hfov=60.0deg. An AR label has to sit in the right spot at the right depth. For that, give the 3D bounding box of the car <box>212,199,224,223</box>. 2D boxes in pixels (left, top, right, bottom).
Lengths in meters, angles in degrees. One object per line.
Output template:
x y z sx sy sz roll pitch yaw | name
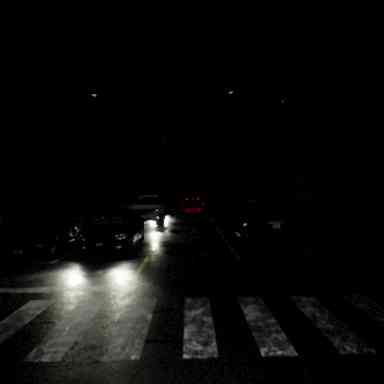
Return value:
2.762 1.437 24.108 1.947 1.339 4.313 -1 0 0 | car

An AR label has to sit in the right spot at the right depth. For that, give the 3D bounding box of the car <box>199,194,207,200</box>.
2.803 1.304 84.300 1.752 1.417 4.829 -1 0 0 | car

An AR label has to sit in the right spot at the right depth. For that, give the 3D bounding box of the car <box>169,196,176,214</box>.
-3.084 1.453 34.115 2.128 1.511 4.902 -1 0 0 | car

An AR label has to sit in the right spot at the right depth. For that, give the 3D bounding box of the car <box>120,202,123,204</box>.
-5.758 1.570 29.563 2.008 1.369 4.403 -1 0 0 | car

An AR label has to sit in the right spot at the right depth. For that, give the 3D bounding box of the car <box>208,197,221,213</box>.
2.765 1.412 29.564 2.008 1.369 4.403 -1 0 0 | car

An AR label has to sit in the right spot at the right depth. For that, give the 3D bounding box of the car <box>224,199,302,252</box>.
2.750 1.205 13.195 2.192 1.841 5.009 -1 0 0 | car

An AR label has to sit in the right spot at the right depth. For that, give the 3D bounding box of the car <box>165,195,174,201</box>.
-5.721 1.488 84.134 2.008 1.369 4.403 -1 0 0 | car

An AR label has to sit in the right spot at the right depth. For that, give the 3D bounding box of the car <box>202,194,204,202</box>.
2.775 1.273 45.934 1.967 1.590 4.097 -1 0 0 | car

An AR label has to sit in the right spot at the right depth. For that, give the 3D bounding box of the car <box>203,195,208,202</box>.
2.771 1.282 40.478 1.967 1.590 4.097 -1 0 0 | car

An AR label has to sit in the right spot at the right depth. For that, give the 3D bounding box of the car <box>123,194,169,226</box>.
-3.105 1.202 23.670 2.150 2.045 5.566 -1 0 0 | car

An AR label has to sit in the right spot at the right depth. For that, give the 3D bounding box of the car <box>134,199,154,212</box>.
-5.750 1.582 40.477 1.802 1.307 4.206 -1 0 0 | car

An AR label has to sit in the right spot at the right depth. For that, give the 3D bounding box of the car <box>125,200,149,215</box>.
-5.754 1.592 35.020 1.802 1.307 4.206 -1 0 0 | car

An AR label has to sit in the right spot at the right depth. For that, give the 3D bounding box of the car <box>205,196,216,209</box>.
2.769 1.403 35.021 2.008 1.369 4.403 -1 0 0 | car

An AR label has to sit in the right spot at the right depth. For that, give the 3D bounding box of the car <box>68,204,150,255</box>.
-3.109 1.476 13.604 1.882 1.535 5.008 -1 0 0 | car

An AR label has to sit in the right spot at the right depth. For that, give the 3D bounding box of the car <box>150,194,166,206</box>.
-5.744 1.287 56.848 2.192 1.841 5.009 -1 0 0 | car

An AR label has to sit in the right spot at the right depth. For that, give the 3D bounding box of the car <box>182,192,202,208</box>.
0.110 1.101 47.388 2.150 2.045 5.566 -1 0 0 | car

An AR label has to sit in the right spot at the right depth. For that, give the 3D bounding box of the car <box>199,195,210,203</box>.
2.380 1.315 63.851 1.837 1.490 4.892 -1 0 0 | car

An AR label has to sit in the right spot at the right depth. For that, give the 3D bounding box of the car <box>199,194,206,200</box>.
2.807 1.339 89.587 1.947 1.339 4.313 -1 0 0 | car

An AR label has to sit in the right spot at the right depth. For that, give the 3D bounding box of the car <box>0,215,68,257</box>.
-5.769 1.614 13.192 1.947 1.339 4.313 -1 0 0 | car

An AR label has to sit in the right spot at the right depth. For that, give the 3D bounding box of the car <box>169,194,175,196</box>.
-5.727 1.384 78.677 1.967 1.590 4.097 -1 0 0 | car

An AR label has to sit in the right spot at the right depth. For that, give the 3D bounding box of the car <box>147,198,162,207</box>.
-5.743 1.563 51.392 1.802 1.307 4.206 -1 0 0 | car
